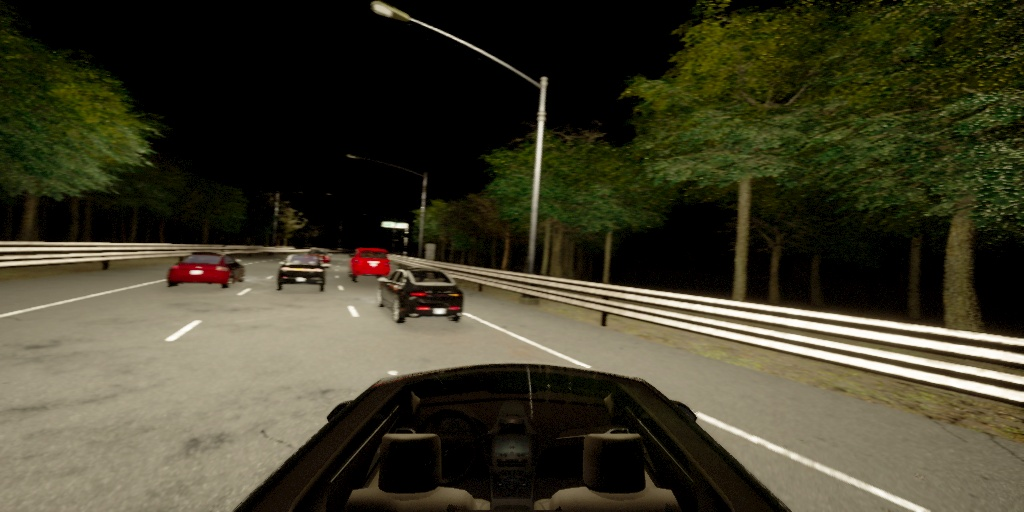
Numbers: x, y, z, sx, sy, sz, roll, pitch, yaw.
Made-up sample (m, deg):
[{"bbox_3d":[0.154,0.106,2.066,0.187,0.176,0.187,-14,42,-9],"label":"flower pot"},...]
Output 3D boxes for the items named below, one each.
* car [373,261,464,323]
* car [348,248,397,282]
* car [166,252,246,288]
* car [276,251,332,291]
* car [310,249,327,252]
[{"bbox_3d":[-3.058,1.138,11.539,1.837,1.490,4.892,4,-1,-29],"label":"car"},{"bbox_3d":[-9.255,0.535,23.218,2.150,2.045,5.566,4,-1,-27],"label":"car"},{"bbox_3d":[-13.009,0.545,15.521,1.994,1.385,4.181,4,-1,-28],"label":"car"},{"bbox_3d":[-9.754,0.710,16.841,2.128,1.511,4.902,4,-1,-28],"label":"car"},{"bbox_3d":[-17.748,0.163,32.870,2.097,1.767,4.553,4,-1,-26],"label":"car"}]
